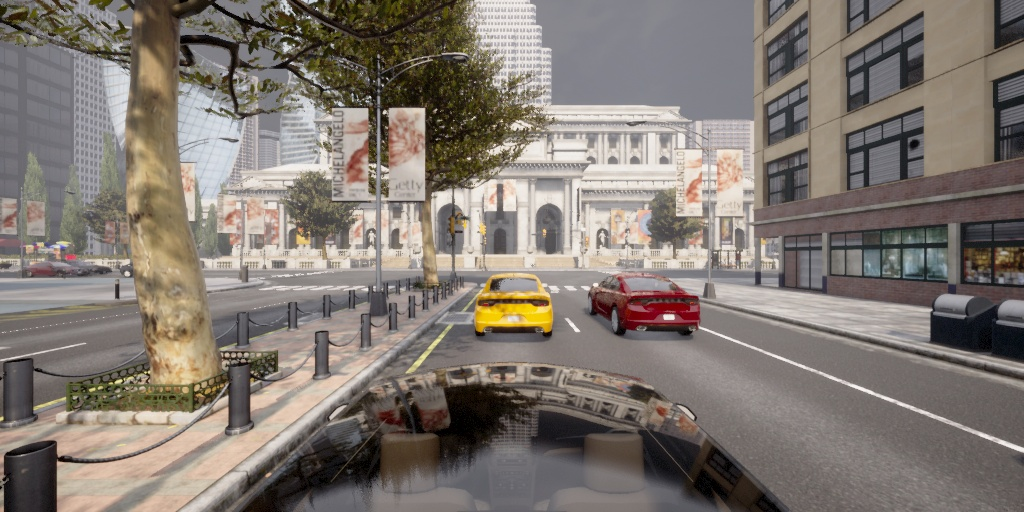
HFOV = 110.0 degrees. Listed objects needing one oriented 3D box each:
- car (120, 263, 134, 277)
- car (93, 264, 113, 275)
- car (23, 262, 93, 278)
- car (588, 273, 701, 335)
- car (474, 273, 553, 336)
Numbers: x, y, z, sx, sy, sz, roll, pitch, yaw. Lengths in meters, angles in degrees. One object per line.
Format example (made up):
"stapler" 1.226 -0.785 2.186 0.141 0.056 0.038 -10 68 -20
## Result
"car" -34.180 1.255 34.044 4.892 1.490 1.837 0 0 0
"car" -45.302 1.297 37.505 5.357 1.411 2.033 0 0 0
"car" -43.379 1.276 34.012 4.674 1.442 1.812 0 0 -1
"car" 3.557 1.228 10.560 1.882 1.535 5.008 0 0 0
"car" 0.055 1.228 10.381 1.882 1.535 5.008 0 0 1
